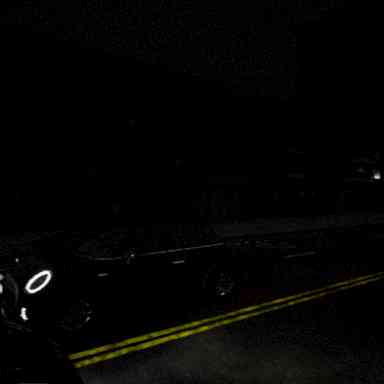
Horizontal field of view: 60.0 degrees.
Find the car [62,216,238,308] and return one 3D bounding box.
[{"bbox_3d":[-1.260,1.378,6.777,4.553,1.767,2.097,1,0,-35],"label":"car"}]

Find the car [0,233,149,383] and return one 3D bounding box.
[{"bbox_3d":[-2.737,1.339,1.487,4.553,1.767,2.097,1,0,-35],"label":"car"}]

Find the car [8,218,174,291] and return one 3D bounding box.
[{"bbox_3d":[-2.829,1.593,9.648,4.181,1.385,1.994,1,0,-35],"label":"car"}]
